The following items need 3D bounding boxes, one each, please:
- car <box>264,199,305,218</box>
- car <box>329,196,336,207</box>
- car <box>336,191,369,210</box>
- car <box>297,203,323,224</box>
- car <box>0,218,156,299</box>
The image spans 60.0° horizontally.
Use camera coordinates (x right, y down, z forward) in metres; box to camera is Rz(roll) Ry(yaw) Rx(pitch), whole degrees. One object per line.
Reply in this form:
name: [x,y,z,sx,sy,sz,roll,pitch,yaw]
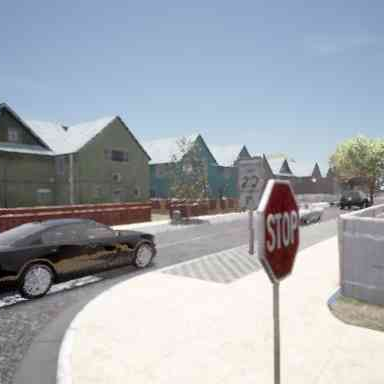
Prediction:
car: [7.893,1.366,28.105,1.994,1.385,4.181,-2,0,37]
car: [19.274,1.206,43.260,2.128,1.511,4.902,-2,-1,37]
car: [18.024,0.872,36.813,2.150,2.045,5.566,-2,-1,37]
car: [7.341,1.377,22.424,1.895,1.301,4.718,-2,0,37]
car: [-3.034,1.407,8.454,1.882,1.535,5.008,-1,0,37]
